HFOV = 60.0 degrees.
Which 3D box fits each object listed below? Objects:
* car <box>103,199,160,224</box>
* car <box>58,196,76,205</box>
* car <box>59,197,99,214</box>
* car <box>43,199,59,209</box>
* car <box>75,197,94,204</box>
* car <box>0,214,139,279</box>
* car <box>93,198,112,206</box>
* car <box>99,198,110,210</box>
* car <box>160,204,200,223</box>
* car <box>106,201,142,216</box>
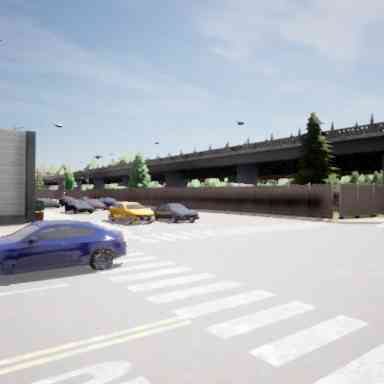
[{"bbox_3d":[-4.634,1.531,24.963,1.882,1.535,5.008,1,0,-36],"label":"car"},{"bbox_3d":[-24.507,1.604,65.107,1.882,1.535,5.008,1,0,-36],"label":"car"},{"bbox_3d":[-12.095,1.600,35.398,2.033,1.411,5.357,1,0,-36],"label":"car"},{"bbox_3d":[-19.798,1.617,46.186,1.994,1.385,4.181,1,0,-35],"label":"car"},{"bbox_3d":[-21.710,1.704,67.117,2.033,1.411,5.357,1,0,-36],"label":"car"},{"bbox_3d":[-4.124,1.546,9.469,4.674,1.442,1.812,1,0,-37],"label":"car"},{"bbox_3d":[-15.884,1.726,59.065,1.994,1.385,4.181,1,0,-35],"label":"car"},{"bbox_3d":[-12.407,1.615,41.872,1.812,1.442,4.674,1,0,-36],"label":"car"},{"bbox_3d":[-1.576,1.636,26.701,2.033,1.411,5.357,1,0,-36],"label":"car"},{"bbox_3d":[-7.150,1.690,34.500,1.895,1.301,4.718,1,0,-36],"label":"car"}]
